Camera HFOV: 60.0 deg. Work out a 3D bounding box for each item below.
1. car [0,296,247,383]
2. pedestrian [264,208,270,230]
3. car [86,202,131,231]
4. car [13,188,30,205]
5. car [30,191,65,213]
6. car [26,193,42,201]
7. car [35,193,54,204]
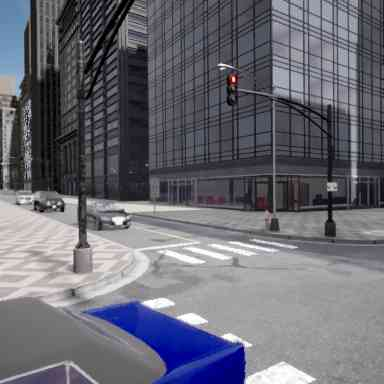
[{"bbox_3d":[-1.774,1.601,2.098,4.718,1.301,1.895,0,0,-44],"label":"car"},{"bbox_3d":[3.902,1.373,17.255,0.500,1.100,0.500,0,0,-34],"label":"pedestrian"},{"bbox_3d":[-5.229,1.351,19.632,2.128,1.511,4.902,-1,1,-34],"label":"car"},{"bbox_3d":[-23.396,0.837,46.674,2.150,2.045,5.566,-1,1,-34],"label":"car"},{"bbox_3d":[-14.195,0.920,32.912,2.150,2.045,5.566,-1,2,-34],"label":"car"},{"bbox_3d":[-28.438,0.922,59.669,1.895,1.301,4.718,-1,1,-34],"label":"car"},{"bbox_3d":[-22.871,0.951,51.438,1.837,1.490,4.892,-1,1,-34],"label":"car"}]
